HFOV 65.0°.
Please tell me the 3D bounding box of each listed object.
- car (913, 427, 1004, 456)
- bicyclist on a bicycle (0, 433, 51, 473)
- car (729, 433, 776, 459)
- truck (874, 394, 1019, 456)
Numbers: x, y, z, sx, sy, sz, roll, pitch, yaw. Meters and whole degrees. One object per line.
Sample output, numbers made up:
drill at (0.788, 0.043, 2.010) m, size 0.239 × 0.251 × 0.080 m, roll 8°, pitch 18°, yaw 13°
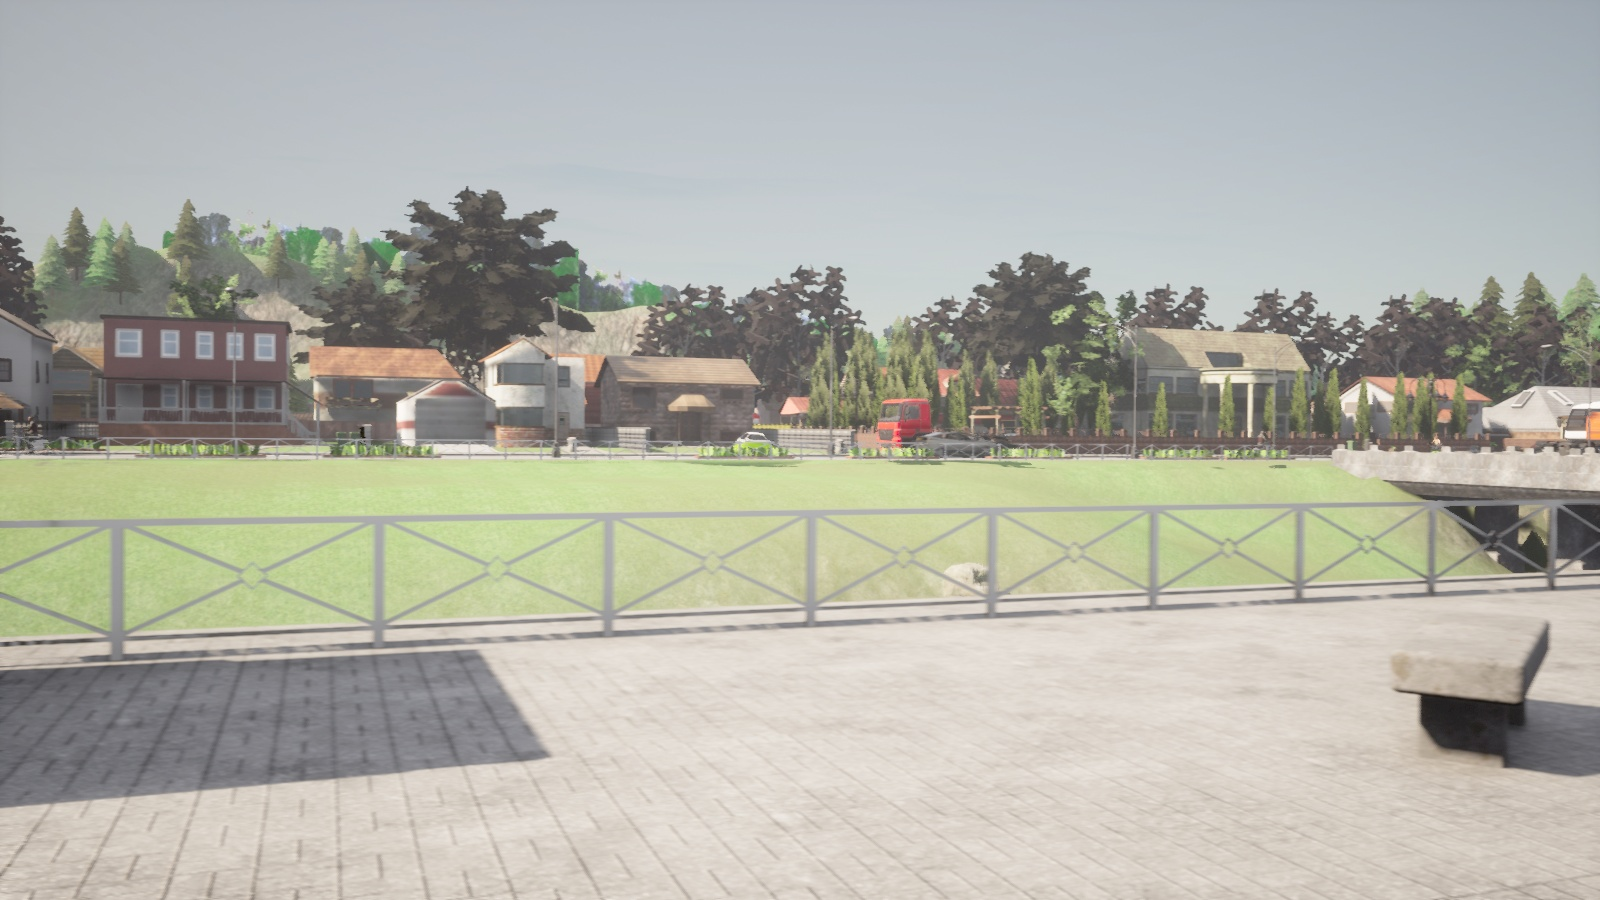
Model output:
car at (8.665, -0.468, 68.772) m, size 4.514 × 1.525 × 2.007 m, roll -1°, pitch 1°, yaw -21°
bicyclist on a bicycle at (-34.851, 0.125, 56.539) m, size 1.843 × 1.776 × 0.659 m, roll -1°, pitch 1°, yaw -21°
car at (-2.615, -0.238, 68.772) m, size 2.207 × 1.376 × 1.481 m, roll -1°, pitch 1°, yaw -21°
truck at (8.520, -1.464, 72.984) m, size 7.936 × 3.462 × 2.891 m, roll -1°, pitch 1°, yaw -21°
